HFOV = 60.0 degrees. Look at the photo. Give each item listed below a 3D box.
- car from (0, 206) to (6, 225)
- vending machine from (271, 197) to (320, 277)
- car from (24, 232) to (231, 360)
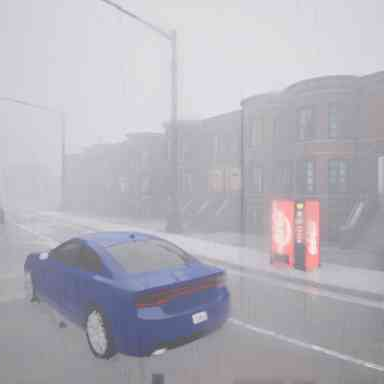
[{"bbox_3d":[-14.580,1.478,23.672,1.882,1.535,5.008,0,0,-36],"label":"car"},{"bbox_3d":[2.941,1.195,9.479,1.100,2.100,0.880,0,0,-40],"label":"vending machine"},{"bbox_3d":[-1.544,1.477,6.161,1.882,1.535,5.008,-1,0,-42],"label":"car"}]
